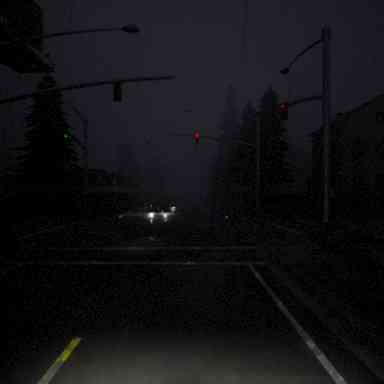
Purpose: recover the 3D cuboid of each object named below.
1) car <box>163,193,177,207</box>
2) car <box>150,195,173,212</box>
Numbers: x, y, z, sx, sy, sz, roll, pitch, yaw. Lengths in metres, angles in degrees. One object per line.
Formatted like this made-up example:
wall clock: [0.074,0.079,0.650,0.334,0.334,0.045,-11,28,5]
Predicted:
car: [-3.526,1.143,51.261,2.150,2.045,5.566,0,0,1]
car: [-3.569,1.449,37.639,1.837,1.490,4.892,0,0,0]
